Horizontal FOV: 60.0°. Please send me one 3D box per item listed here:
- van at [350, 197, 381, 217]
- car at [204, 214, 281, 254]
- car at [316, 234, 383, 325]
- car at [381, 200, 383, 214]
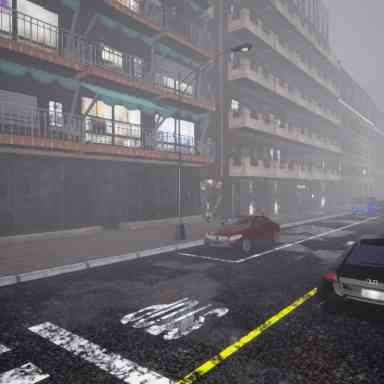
[{"bbox_3d":[16.075,1.327,30.994,1.690,1.788,3.998,-1,-1,38],"label":"van"},{"bbox_3d":[2.190,1.573,13.491,1.802,1.307,4.206,-1,-1,38],"label":"car"},{"bbox_3d":[4.065,1.561,6.738,1.994,1.385,4.181,0,0,38],"label":"car"},{"bbox_3d":[19.598,1.567,35.429,1.802,1.307,4.206,-1,-1,38],"label":"car"}]
